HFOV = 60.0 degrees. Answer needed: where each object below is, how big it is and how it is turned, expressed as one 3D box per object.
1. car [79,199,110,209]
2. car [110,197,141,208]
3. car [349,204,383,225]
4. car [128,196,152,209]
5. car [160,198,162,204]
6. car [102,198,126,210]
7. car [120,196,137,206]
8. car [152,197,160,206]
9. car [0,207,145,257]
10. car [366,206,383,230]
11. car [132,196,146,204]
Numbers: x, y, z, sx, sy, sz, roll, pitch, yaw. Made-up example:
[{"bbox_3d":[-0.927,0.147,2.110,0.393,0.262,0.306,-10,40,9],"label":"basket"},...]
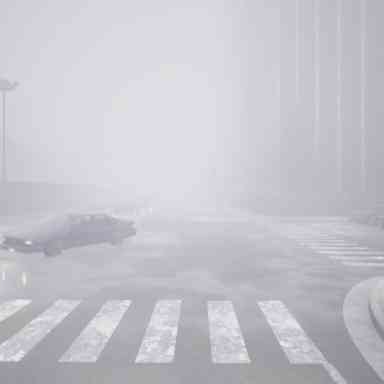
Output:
[{"bbox_3d":[-10.464,1.525,35.255,1.812,1.442,4.674,0,0,0],"label":"car"},{"bbox_3d":[-6.964,1.525,35.244,1.812,1.442,4.674,0,0,0],"label":"car"},{"bbox_3d":[13.347,1.560,22.723,4.892,1.490,1.837,0,0,0],"label":"car"},{"bbox_3d":[-6.924,1.524,44.224,1.812,1.442,4.674,0,0,0],"label":"car"},{"bbox_3d":[-6.763,1.562,63.471,1.994,1.385,4.181,0,0,0],"label":"car"},{"bbox_3d":[-10.426,1.546,44.835,2.033,1.411,5.357,0,0,0],"label":"car"},{"bbox_3d":[-10.345,1.476,54.688,1.882,1.535,5.008,0,0,1],"label":"car"},{"bbox_3d":[-6.860,1.490,53.752,2.128,1.511,4.902,0,0,1],"label":"car"},{"bbox_3d":[-4.570,1.551,13.315,2.033,1.411,5.357,0,0,33],"label":"car"},{"bbox_3d":[13.078,1.656,19.222,4.718,1.301,1.895,0,0,0],"label":"car"},{"bbox_3d":[-10.258,1.524,64.734,1.812,1.442,4.674,0,0,0],"label":"car"}]
